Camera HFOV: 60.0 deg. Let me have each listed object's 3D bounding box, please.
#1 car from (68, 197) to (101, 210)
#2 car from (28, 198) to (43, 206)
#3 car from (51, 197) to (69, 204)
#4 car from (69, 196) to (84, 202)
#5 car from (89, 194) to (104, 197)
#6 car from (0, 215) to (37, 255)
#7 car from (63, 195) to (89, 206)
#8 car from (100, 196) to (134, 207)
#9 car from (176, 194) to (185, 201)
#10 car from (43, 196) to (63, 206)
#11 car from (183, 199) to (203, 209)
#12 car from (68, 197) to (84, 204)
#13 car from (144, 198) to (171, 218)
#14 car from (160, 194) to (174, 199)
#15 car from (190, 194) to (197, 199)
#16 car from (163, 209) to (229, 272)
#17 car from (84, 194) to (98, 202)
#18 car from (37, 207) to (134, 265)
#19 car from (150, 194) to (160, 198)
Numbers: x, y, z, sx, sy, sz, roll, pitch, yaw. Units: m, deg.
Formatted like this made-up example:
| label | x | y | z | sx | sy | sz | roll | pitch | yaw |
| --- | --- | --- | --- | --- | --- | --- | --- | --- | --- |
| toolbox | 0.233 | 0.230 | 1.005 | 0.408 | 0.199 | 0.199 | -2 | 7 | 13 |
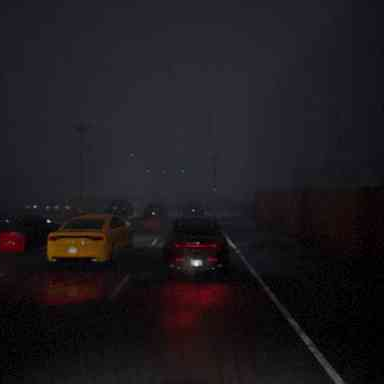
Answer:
| label | x | y | z | sx | sy | sz | roll | pitch | yaw |
| --- | --- | --- | --- | --- | --- | --- | --- | --- | --- |
| car | -10.352 | 1.616 | 33.349 | 1.882 | 1.535 | 5.008 | 0 | 0 | 0 |
| car | -27.906 | 1.767 | 60.084 | 1.994 | 1.385 | 4.181 | 0 | 0 | 0 |
| car | -27.817 | 1.752 | 70.148 | 1.994 | 1.385 | 4.181 | 0 | 0 | 1 |
| car | -27.723 | 1.737 | 80.239 | 1.895 | 1.301 | 4.718 | 0 | 0 | 1 |
| car | -20.818 | 1.425 | 69.953 | 2.150 | 2.045 | 5.566 | 0 | 0 | 1 |
| car | -6.881 | 1.619 | 13.559 | 1.994 | 1.385 | 4.181 | 0 | 0 | 0 |
| car | -20.906 | 1.556 | 60.070 | 2.097 | 1.767 | 4.553 | 0 | 0 | 0 |
| car | -6.854 | 1.483 | 31.739 | 2.097 | 1.767 | 4.553 | 0 | 0 | 0 |
| car | -3.139 | 1.410 | 89.241 | 2.097 | 1.767 | 4.553 | 0 | 1 | 1 |
| car | -24.406 | 1.555 | 60.092 | 2.097 | 1.767 | 4.553 | 0 | 0 | 0 |
| car | 0.147 | 1.699 | 32.924 | 1.994 | 1.385 | 4.181 | 0 | 0 | 0 |
| car | -24.319 | 1.753 | 69.951 | 1.994 | 1.385 | 4.181 | 0 | 0 | 1 |
| car | -3.355 | 1.635 | 31.513 | 1.837 | 1.490 | 4.892 | 0 | 0 | 0 |
| car | -6.642 | 1.580 | 88.889 | 2.128 | 1.511 | 4.902 | 0 | 1 | 1 |
| car | 0.361 | 1.607 | 89.241 | 1.994 | 1.385 | 4.181 | 0 | 1 | 1 |
| car | 0.115 | 1.552 | 10.959 | 1.837 | 1.490 | 4.892 | 0 | 0 | 0 |
| car | -24.225 | 1.499 | 80.017 | 2.097 | 1.767 | 4.553 | 0 | 0 | 1 |
| car | -3.383 | 1.527 | 11.934 | 1.882 | 1.535 | 5.008 | 0 | 0 | 0 |
| car | -10.142 | 1.532 | 88.925 | 1.882 | 1.535 | 5.008 | 0 | 1 | 1 |
